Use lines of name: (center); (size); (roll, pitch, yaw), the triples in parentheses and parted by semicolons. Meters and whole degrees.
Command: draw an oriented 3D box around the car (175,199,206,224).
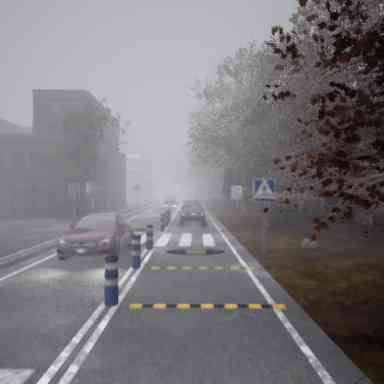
car: (0.040, 1.511, 24.534); (2.033, 1.411, 5.357); (0, 0, 0)

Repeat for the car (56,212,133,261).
car: (-3.368, 1.514, 12.368); (1.812, 1.442, 4.674); (0, 0, 0)

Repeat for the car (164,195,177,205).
car: (-3.588, 1.323, 55.330); (1.882, 1.535, 5.008); (0, 0, 0)

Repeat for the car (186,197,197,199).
car: (-0.065, 1.380, 42.932); (1.882, 1.535, 5.008); (0, 0, 0)
